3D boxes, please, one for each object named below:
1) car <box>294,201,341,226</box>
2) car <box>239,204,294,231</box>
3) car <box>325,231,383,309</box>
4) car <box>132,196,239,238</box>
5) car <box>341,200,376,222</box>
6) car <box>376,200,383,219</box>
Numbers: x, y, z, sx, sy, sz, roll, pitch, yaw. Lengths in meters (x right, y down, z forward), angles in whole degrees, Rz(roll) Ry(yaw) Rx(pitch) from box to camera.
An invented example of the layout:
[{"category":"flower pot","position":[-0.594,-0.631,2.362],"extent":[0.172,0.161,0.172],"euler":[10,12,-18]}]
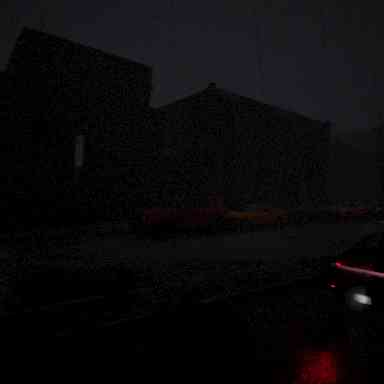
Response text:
[{"category":"car","position":[8.452,1.571,24.584],"extent":[4.892,1.521,2.231],"euler":[0,0,-36]},{"category":"car","position":[3.957,1.539,21.370],"extent":[5.008,1.535,2.097],"euler":[0,0,-36]},{"category":"car","position":[4.740,1.533,6.808],"extent":[4.902,1.511,2.128],"euler":[0,0,-35]},{"category":"car","position":[-0.461,1.257,18.211],"extent":[5.566,2.045,2.435],"euler":[0,0,-36]},{"category":"car","position":[12.968,1.475,27.812],"extent":[4.553,1.767,2.185],"euler":[0,0,-36]},{"category":"car","position":[17.463,1.506,31.025],"extent":[4.553,1.767,2.185],"euler":[0,0,-36]}]
